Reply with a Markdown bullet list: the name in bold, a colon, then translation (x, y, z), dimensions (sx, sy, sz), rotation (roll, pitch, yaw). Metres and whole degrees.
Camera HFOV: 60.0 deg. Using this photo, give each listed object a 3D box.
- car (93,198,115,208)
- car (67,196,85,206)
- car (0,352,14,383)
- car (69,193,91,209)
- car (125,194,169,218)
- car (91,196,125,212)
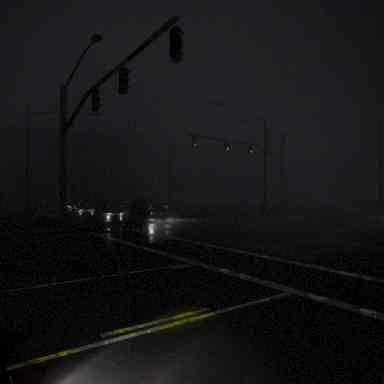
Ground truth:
- **car**: translation (-13.306, 1.601, 50.008), dimensions (1.895, 1.301, 4.718), rotation (0, 0, -32)
- **car**: translation (-19.663, 1.492, 56.680), dimensions (2.128, 1.511, 4.902), rotation (0, 0, -9)
- **car**: translation (-3.602, 1.547, 1.239), dimensions (5.357, 1.411, 2.033), rotation (0, 0, -35)
- **car**: translation (-15.501, 1.219, 46.684), dimensions (2.150, 2.045, 5.566), rotation (0, 0, -33)
- **car**: translation (-3.989, 1.352, 30.491), dimensions (2.097, 1.767, 4.553), rotation (0, 0, -36)
- **car**: translation (-9.767, 1.526, 38.500), dimensions (1.812, 1.442, 4.674), rotation (0, 0, -36)
